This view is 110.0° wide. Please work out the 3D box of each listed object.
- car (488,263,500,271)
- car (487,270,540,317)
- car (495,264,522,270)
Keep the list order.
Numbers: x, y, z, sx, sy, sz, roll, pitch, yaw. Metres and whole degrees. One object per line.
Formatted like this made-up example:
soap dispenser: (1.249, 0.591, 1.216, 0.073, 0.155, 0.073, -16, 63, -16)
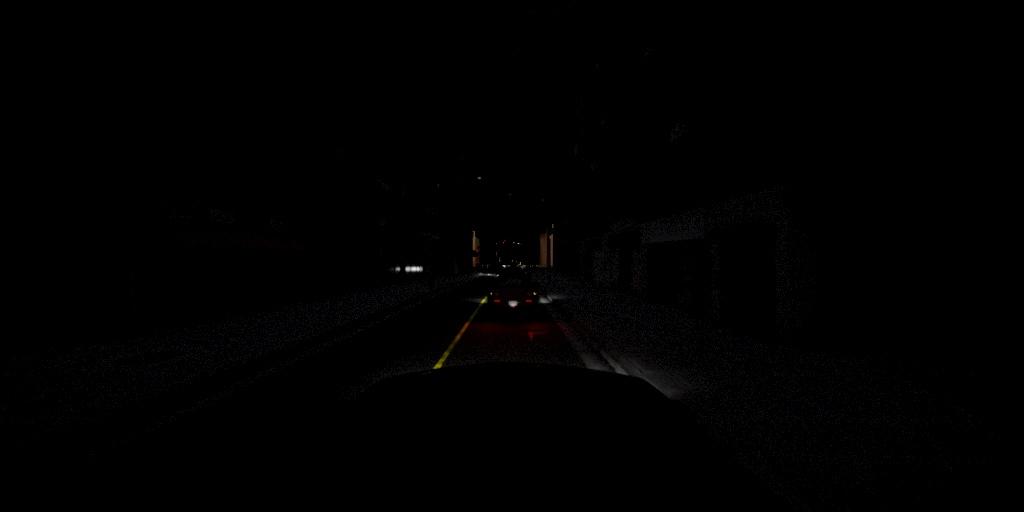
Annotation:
car: (-2.290, 1.772, 50.986, 1.837, 1.490, 4.892, 0, -1, 0)
car: (0.047, 1.399, 13.825, 1.812, 1.442, 4.674, 0, -1, 0)
car: (0.122, 1.560, 27.080, 2.033, 1.411, 5.357, 0, -1, 2)
